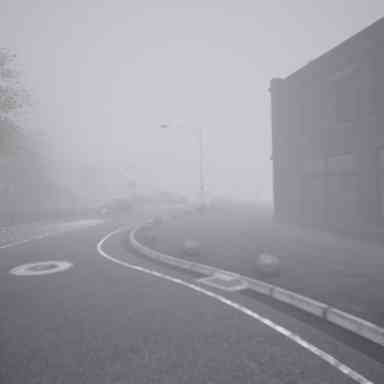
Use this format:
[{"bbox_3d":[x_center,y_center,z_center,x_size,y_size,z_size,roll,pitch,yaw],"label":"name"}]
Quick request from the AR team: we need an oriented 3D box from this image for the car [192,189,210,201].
[{"bbox_3d":[2.262,0.485,62.733,2.150,2.045,5.566,-1,-1,15],"label":"car"}]

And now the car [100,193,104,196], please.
[{"bbox_3d":[-18.183,1.429,58.059,4.892,1.521,2.231,-1,0,15],"label":"car"}]

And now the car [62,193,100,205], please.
[{"bbox_3d":[-18.851,1.170,55.475,5.566,2.045,2.435,-1,0,15],"label":"car"}]

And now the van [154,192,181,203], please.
[{"bbox_3d":[-4.557,0.974,62.010,4.442,1.987,1.878,-1,-1,15],"label":"van"}]

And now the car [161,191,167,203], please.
[{"bbox_3d":[-6.800,1.144,53.179,5.008,1.535,2.097,-1,0,15],"label":"car"}]

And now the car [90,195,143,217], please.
[{"bbox_3d":[-6.748,1.380,30.222,2.128,1.511,4.902,-1,1,16],"label":"car"}]

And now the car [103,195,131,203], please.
[{"bbox_3d":[-15.468,1.521,68.896,5.366,1.575,1.946,-1,-1,15],"label":"car"}]

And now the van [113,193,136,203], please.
[{"bbox_3d":[-14.452,1.333,71.519,4.442,1.987,1.878,-1,-1,15],"label":"van"}]

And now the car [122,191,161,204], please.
[{"bbox_3d":[-7.605,1.013,50.252,4.553,1.767,2.185,-1,0,15],"label":"car"}]

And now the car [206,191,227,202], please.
[{"bbox_3d":[4.418,1.065,58.265,1.994,1.385,4.181,-1,-1,15],"label":"car"}]

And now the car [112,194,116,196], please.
[{"bbox_3d":[-17.451,1.185,60.755,5.566,2.045,2.435,-1,0,15],"label":"car"}]

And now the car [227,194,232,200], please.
[{"bbox_3d":[7.077,1.068,67.916,2.128,1.511,4.902,-1,-1,15],"label":"car"}]

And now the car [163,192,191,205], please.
[{"bbox_3d":[-2.035,1.112,47.345,1.812,1.442,4.674,-1,0,16],"label":"car"}]
